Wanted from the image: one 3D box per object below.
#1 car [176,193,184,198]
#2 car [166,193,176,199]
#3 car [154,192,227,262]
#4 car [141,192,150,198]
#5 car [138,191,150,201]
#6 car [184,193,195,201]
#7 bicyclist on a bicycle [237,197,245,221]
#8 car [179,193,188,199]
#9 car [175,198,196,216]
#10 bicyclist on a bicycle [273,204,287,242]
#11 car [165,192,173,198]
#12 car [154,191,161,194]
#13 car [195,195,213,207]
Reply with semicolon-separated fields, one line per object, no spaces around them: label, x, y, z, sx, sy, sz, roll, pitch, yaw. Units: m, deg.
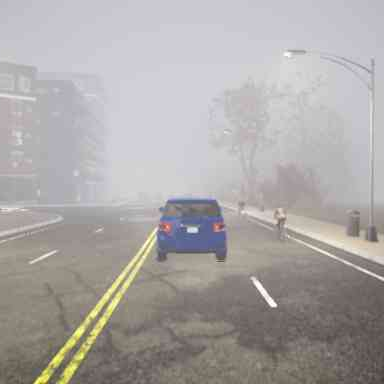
car;-3.455;0.872;95.463;1.895;1.301;4.718;0;0;-8
car;-5.354;0.975;85.031;2.128;1.511;4.902;0;0;-7
car;-0.038;1.149;12.011;2.150;2.045;5.566;0;0;-1
car;-12.277;0.737;87.932;2.128;1.511;4.902;0;0;-7
car;-10.364;0.776;71.770;2.150;2.045;5.566;0;0;-6
car;-0.506;1.022;71.297;1.882;1.535;5.008;0;0;-6
bicyclist on a bicycle;3.651;1.218;24.745;0.659;1.776;1.843;0;1;-2
car;-2.125;0.968;85.404;1.812;1.442;4.674;0;0;-7
car;-0.636;1.338;30.556;1.812;1.442;4.674;0;0;-3
bicyclist on a bicycle;3.946;1.362;14.859;0.582;1.620;1.656;0;0;-1
car;-6.670;0.784;94.987;1.837;1.490;4.892;0;0;-8
car;-7.144;1.097;72.225;1.994;1.385;4.181;0;0;-6
car;1.603;1.248;47.925;2.033;1.411;5.357;0;0;-4
